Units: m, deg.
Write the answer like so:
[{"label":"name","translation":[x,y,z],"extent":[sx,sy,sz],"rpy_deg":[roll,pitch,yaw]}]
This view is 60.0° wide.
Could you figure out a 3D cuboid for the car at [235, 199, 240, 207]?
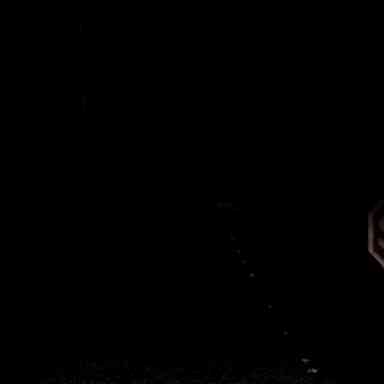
[{"label":"car","translation":[8.733,2.236,67.896],"extent":[2.128,1.511,4.902],"rpy_deg":[0,-1,15]}]

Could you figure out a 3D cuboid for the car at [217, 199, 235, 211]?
[{"label":"car","translation":[5.182,1.922,51.764],"extent":[2.097,1.767,4.553],"rpy_deg":[0,-1,10]}]
